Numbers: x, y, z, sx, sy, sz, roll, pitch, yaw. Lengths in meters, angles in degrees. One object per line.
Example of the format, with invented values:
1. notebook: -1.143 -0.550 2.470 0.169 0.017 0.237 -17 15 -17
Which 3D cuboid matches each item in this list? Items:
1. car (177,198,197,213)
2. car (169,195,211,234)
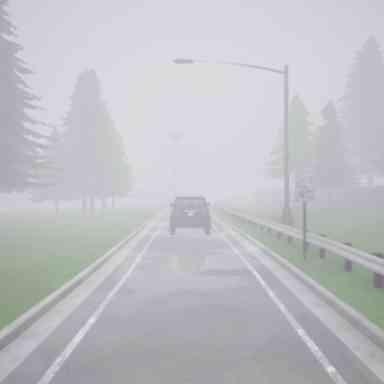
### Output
1. car: -0.567 1.458 38.090 2.128 1.511 4.902 0 0 0
2. car: -0.130 1.204 19.102 2.150 2.045 5.566 0 0 -1
